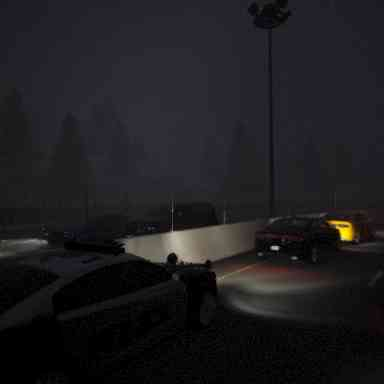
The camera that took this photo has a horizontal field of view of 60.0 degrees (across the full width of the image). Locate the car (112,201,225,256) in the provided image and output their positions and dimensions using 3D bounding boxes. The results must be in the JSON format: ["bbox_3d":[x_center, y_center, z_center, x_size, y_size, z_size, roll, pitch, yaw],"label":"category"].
[{"bbox_3d":[-0.871,1.498,15.760,2.150,2.045,5.566,-1,-1,38],"label":"car"}]

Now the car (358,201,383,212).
[{"bbox_3d":[26.668,2.083,48.296,4.902,1.511,2.128,0,-1,-29],"label":"car"}]

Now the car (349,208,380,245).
[{"bbox_3d":[7.895,1.702,17.009,1.882,1.535,5.008,-1,-1,42],"label":"car"}]

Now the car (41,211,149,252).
[{"bbox_3d":[-4.591,1.799,16.572,1.882,1.535,5.008,-1,-1,37],"label":"car"}]

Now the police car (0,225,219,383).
[{"bbox_3d":[-1.313,1.525,4.906,1.930,1.638,5.238,-1,-1,33],"label":"police car"}]

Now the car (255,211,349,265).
[{"bbox_3d":[4.194,1.660,12.609,1.882,1.535,5.008,-1,-1,38],"label":"car"}]
